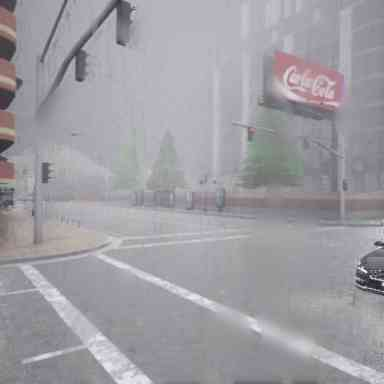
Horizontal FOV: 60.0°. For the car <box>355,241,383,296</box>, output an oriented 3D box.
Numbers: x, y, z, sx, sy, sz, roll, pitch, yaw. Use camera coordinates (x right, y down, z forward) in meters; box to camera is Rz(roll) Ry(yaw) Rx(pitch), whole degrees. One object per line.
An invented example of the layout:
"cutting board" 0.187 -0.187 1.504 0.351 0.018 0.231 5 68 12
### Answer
"car" 5.878 1.629 8.045 4.892 1.490 1.837 1 -1 -35
